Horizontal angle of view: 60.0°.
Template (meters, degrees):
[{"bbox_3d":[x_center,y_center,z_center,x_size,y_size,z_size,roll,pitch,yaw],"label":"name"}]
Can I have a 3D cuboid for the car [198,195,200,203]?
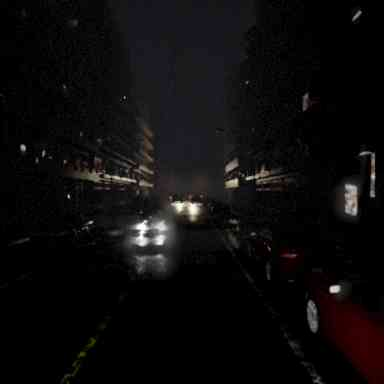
[{"bbox_3d":[2.673,1.474,65.987,1.967,1.590,4.097,0,0,0],"label":"car"}]

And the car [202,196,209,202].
[{"bbox_3d":[2.679,1.551,43.344,1.887,1.381,4.507,0,0,0],"label":"car"}]

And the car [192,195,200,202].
[{"bbox_3d":[0.882,1.518,77.804,1.801,1.575,5.366,0,0,0],"label":"car"}]

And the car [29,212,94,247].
[{"bbox_3d":[-5.694,1.583,15.050,1.802,1.307,4.206,0,0,0],"label":"car"}]

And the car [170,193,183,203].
[{"bbox_3d":[-3.016,1.263,69.316,2.150,2.045,5.566,0,0,0],"label":"car"}]

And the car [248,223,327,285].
[{"bbox_3d":[2.688,1.545,9.369,1.887,1.381,4.507,0,0,0],"label":"car"}]

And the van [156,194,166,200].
[{"bbox_3d":[-5.704,1.354,54.687,1.690,1.788,3.998,0,0,0],"label":"van"}]

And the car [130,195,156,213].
[{"bbox_3d":[-5.700,1.320,37.700,2.192,1.841,5.009,0,0,0],"label":"car"}]

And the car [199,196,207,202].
[{"bbox_3d":[2.669,1.620,82.974,1.887,1.381,4.507,0,0,0],"label":"car"}]

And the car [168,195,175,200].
[{"bbox_3d":[-5.715,1.630,94.149,1.752,1.417,4.829,0,0,0],"label":"car"}]

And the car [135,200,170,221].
[{"bbox_3d":[-3.106,1.604,27.256,1.895,1.301,4.718,0,0,0],"label":"car"}]

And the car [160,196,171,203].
[{"bbox_3d":[-5.709,1.593,71.670,1.887,1.381,4.507,0,0,0],"label":"car"}]

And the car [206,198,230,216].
[{"bbox_3d":[2.682,1.555,32.019,2.008,1.369,4.403,0,0,0],"label":"car"}]

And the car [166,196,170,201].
[{"bbox_3d":[-5.706,1.338,60.347,2.192,1.841,5.009,0,0,0],"label":"car"}]

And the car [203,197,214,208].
[{"bbox_3d":[2.681,1.556,37.681,2.008,1.369,4.403,0,0,0],"label":"car"}]

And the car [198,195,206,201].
[{"bbox_3d":[2.667,1.633,88.640,1.887,1.381,4.507,0,0,0],"label":"car"}]

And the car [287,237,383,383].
[{"bbox_3d":[2.689,1.544,3.707,1.887,1.381,4.507,0,0,0],"label":"car"}]

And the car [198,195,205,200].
[{"bbox_3d":[2.665,1.631,94.468,1.752,1.417,4.829,0,0,0],"label":"car"}]

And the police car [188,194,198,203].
[{"bbox_3d":[0.785,1.464,67.704,1.930,1.638,5.238,0,0,-2],"label":"police car"}]

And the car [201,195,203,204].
[{"bbox_3d":[2.678,1.449,49.004,1.967,1.590,4.097,0,0,0],"label":"car"}]

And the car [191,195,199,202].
[{"bbox_3d":[0.724,1.556,83.578,1.882,1.535,5.008,0,0,-3],"label":"car"}]
